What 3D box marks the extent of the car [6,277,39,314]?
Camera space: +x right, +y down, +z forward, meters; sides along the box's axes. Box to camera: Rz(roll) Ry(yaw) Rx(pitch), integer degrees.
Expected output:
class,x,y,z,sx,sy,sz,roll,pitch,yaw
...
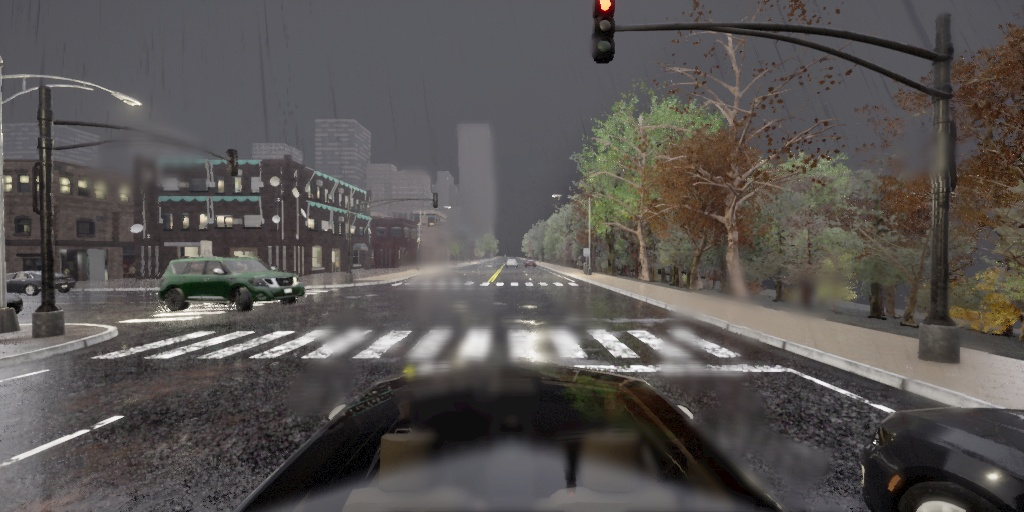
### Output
class,x,y,z,sx,sy,sz,roll,pitch,yaw
car,-19.969,1.565,12.459,4.313,1.339,1.948,0,0,0

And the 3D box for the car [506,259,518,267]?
class,x,y,z,sx,sy,sz,roll,pitch,yaw
car,-0.029,1.252,63.289,1.812,1.442,4.674,0,0,0

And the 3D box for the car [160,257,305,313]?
class,x,y,z,sx,sy,sz,roll,pitch,yaw
car,-11.081,1.051,14.220,5.566,2.045,2.150,-2,0,15

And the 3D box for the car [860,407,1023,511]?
class,x,y,z,sx,sy,sz,roll,pitch,yaw
car,3.352,1.255,0.459,1.837,1.490,4.892,0,0,0

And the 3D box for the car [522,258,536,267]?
class,x,y,z,sx,sy,sz,roll,pitch,yaw
car,3.224,1.252,63.392,1.812,1.442,4.674,0,0,0

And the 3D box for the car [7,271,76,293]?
class,x,y,z,sx,sy,sz,roll,pitch,yaw
car,-28.320,1.560,20.954,4.403,1.370,2.007,0,0,0
